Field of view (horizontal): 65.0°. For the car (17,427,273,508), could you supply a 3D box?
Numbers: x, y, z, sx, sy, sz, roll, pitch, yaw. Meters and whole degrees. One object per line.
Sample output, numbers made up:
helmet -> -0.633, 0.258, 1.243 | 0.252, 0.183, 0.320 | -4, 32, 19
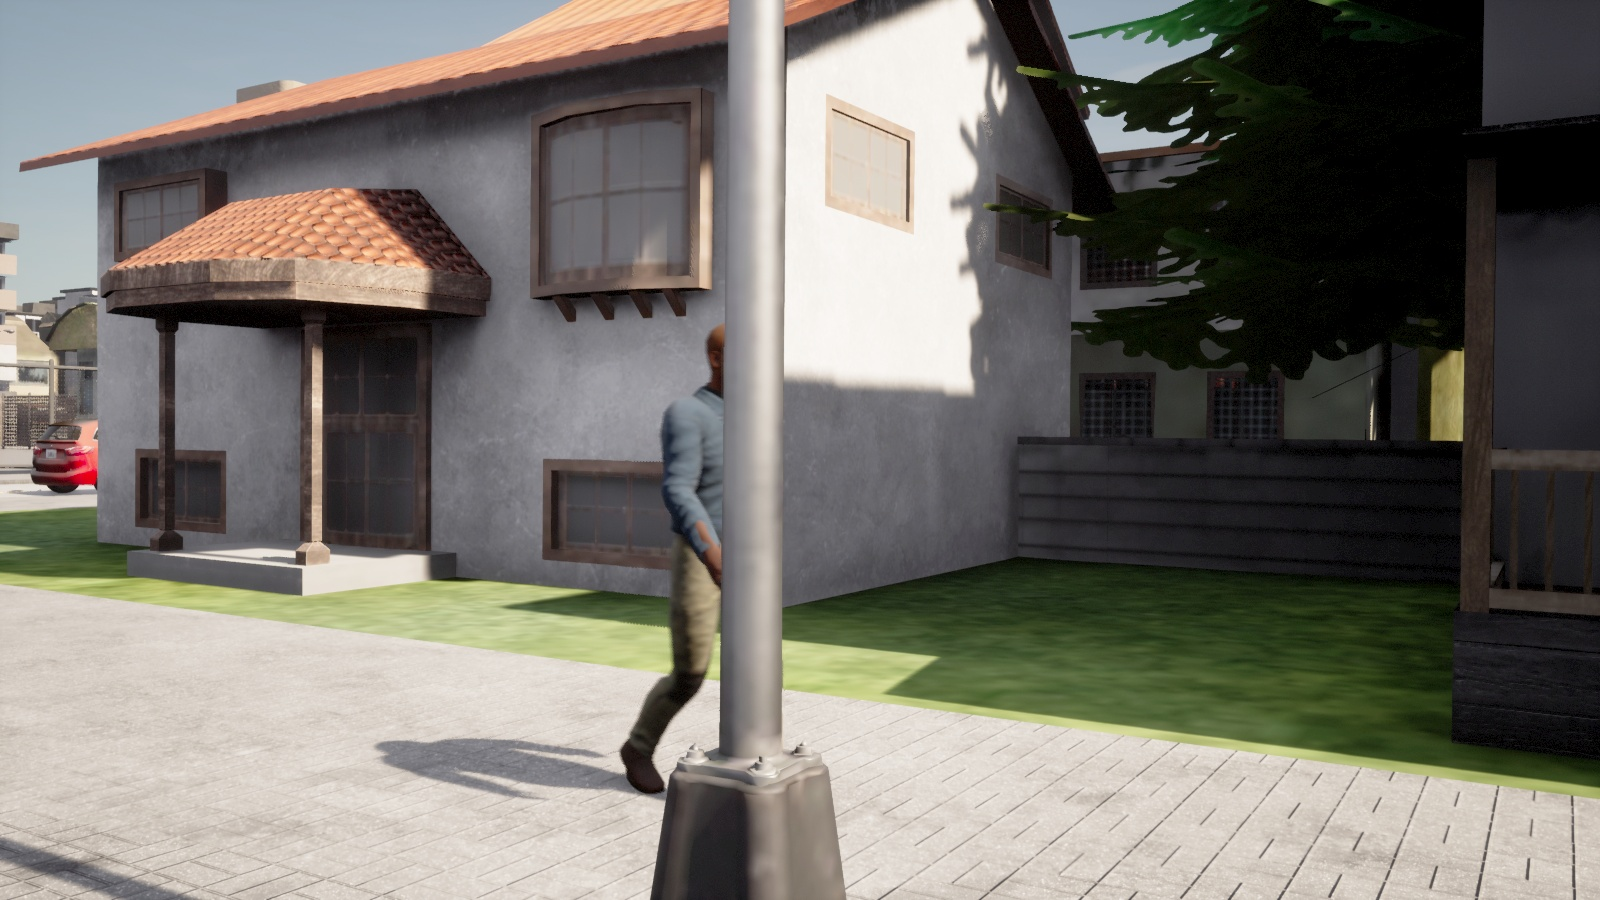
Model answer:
car -> -14.688, 0.321, 28.423 | 2.242, 1.667, 4.611 | 0, 1, 31

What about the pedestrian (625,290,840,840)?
pedestrian -> -0.254, 0.381, 4.566 | 0.726, 1.835, 0.370 | 0, 1, 44
